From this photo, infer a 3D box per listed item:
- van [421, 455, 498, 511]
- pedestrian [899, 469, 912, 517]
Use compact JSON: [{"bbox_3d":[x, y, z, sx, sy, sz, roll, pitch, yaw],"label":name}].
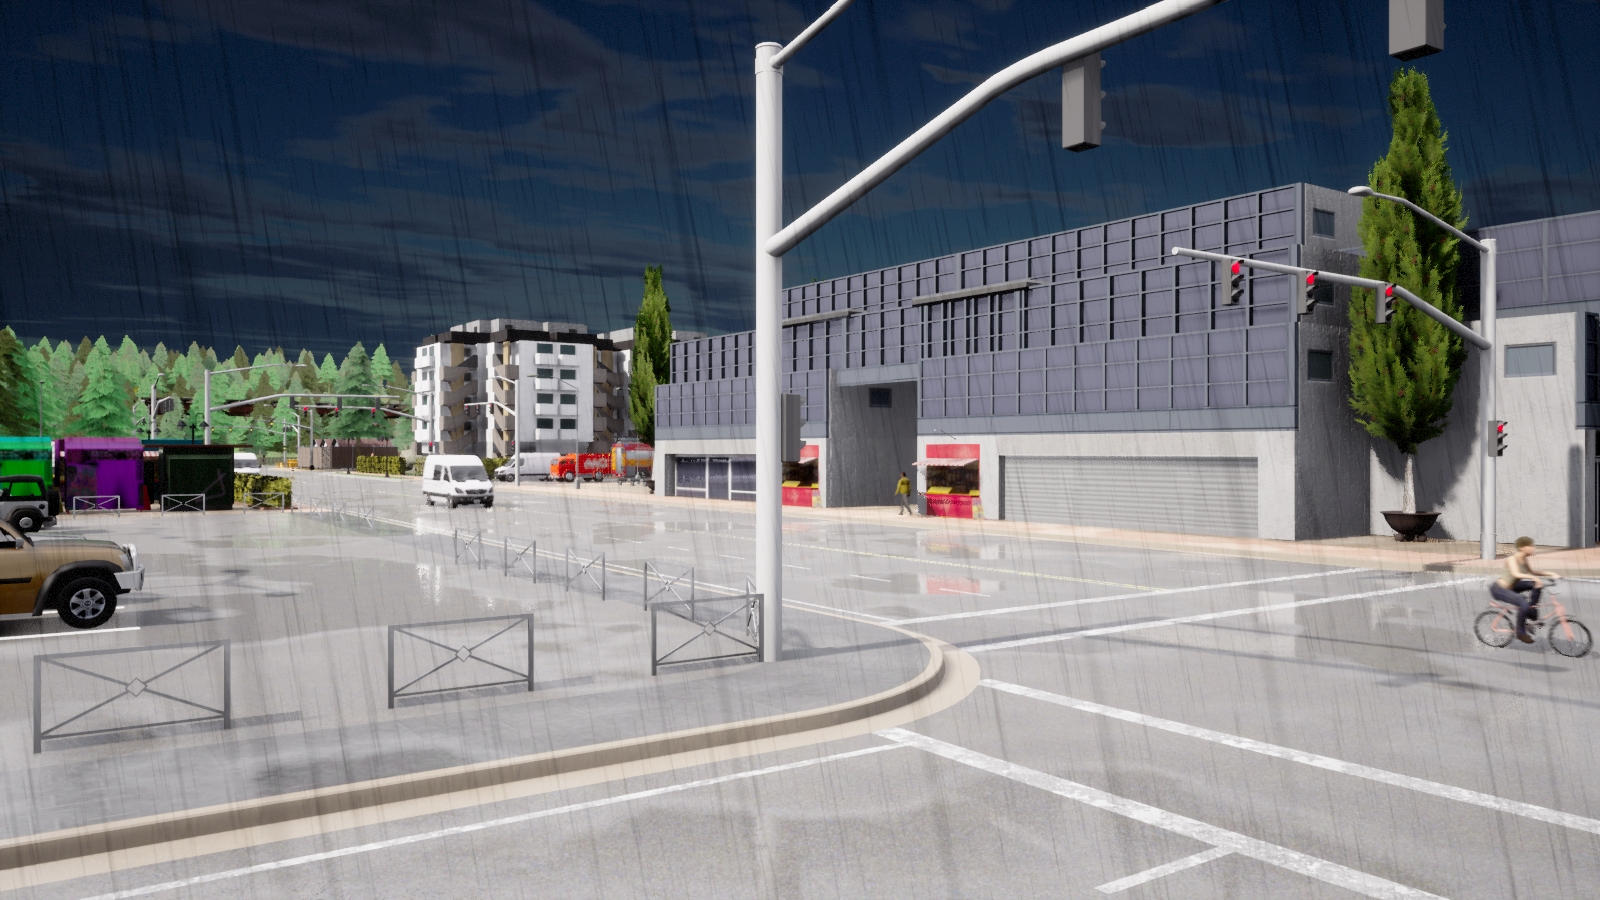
[{"bbox_3d":[-16.701,1.534,55.790,1.988,2.561,5.915,0,0,-33],"label":"van"},{"bbox_3d":[4.139,1.696,44.896,0.375,1.860,0.375,0,0,-36],"label":"pedestrian"}]
